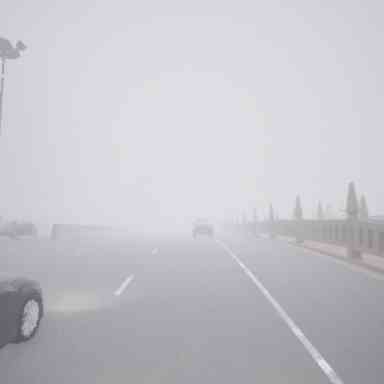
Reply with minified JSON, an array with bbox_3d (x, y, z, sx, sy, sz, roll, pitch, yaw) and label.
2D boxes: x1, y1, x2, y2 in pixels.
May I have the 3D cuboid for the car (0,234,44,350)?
[{"bbox_3d":[-3.401,1.538,3.679,1.837,1.490,4.892,0,-1,0],"label":"car"}]

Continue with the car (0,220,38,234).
[{"bbox_3d":[-14.093,2.976,26.453,2.128,1.511,4.902,0,-6,0],"label":"car"}]

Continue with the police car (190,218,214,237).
[{"bbox_3d":[1.047,3.540,32.305,1.930,1.638,5.238,0,-6,0],"label":"police car"}]

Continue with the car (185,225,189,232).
[{"bbox_3d":[-0.019,7.408,67.679,1.812,1.442,4.674,0,-6,-2],"label":"car"}]

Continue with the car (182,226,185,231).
[{"bbox_3d":[-1.213,8.876,82.169,1.994,1.385,4.181,1,-6,-10],"label":"car"}]
